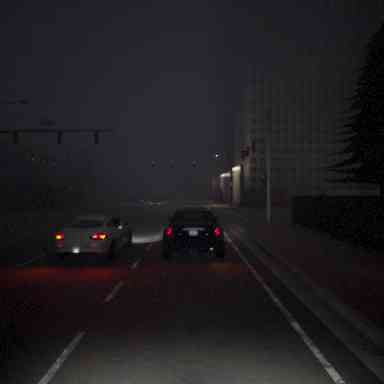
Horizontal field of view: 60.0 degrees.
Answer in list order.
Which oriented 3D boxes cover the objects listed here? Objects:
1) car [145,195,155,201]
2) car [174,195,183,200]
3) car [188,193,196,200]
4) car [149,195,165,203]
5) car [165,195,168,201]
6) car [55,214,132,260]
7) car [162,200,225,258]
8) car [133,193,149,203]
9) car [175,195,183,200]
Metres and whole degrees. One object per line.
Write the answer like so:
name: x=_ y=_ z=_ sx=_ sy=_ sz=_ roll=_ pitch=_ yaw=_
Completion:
car: x=-10.528 y=1.441 z=82.815 sx=1.882 sy=1.535 sz=5.008 roll=0 pitch=0 yaw=0
car: x=-3.528 y=1.437 z=82.150 sx=1.882 sy=1.535 sz=5.008 roll=0 pitch=0 yaw=0
car: x=-0.028 y=1.499 z=81.740 sx=2.033 sy=1.411 sz=5.357 roll=0 pitch=0 yaw=0
car: x=-7.026 y=1.499 z=67.380 sx=1.812 sy=1.442 sz=4.674 roll=0 pitch=0 yaw=0
car: x=-7.028 y=1.463 z=82.868 sx=1.837 sy=1.490 sz=4.892 roll=0 pitch=0 yaw=0
car: x=-3.444 y=1.521 z=12.250 sx=1.812 sy=1.442 sz=4.674 roll=0 pitch=0 yaw=0
car: x=0.059 y=1.347 z=12.924 sx=2.097 sy=1.767 sz=4.553 roll=0 pitch=0 yaw=0
car: x=-10.524 y=1.196 z=67.277 sx=2.150 sy=2.045 sz=5.566 roll=0 pitch=0 yaw=0
car: x=-3.532 y=1.387 z=92.402 sx=1.895 sy=1.301 sz=4.718 roll=0 pitch=0 yaw=0
